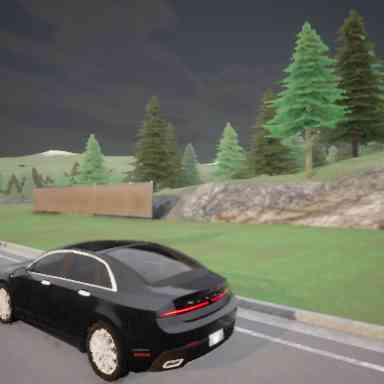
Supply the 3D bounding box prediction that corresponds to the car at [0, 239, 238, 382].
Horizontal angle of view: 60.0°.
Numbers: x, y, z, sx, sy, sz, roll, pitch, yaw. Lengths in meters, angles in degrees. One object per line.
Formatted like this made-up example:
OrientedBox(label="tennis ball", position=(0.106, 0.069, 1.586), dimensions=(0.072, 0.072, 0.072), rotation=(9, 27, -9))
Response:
OrientedBox(label="car", position=(-1.583, 1.563, 5.597), dimensions=(4.892, 1.490, 1.837), rotation=(-1, -1, 39))
